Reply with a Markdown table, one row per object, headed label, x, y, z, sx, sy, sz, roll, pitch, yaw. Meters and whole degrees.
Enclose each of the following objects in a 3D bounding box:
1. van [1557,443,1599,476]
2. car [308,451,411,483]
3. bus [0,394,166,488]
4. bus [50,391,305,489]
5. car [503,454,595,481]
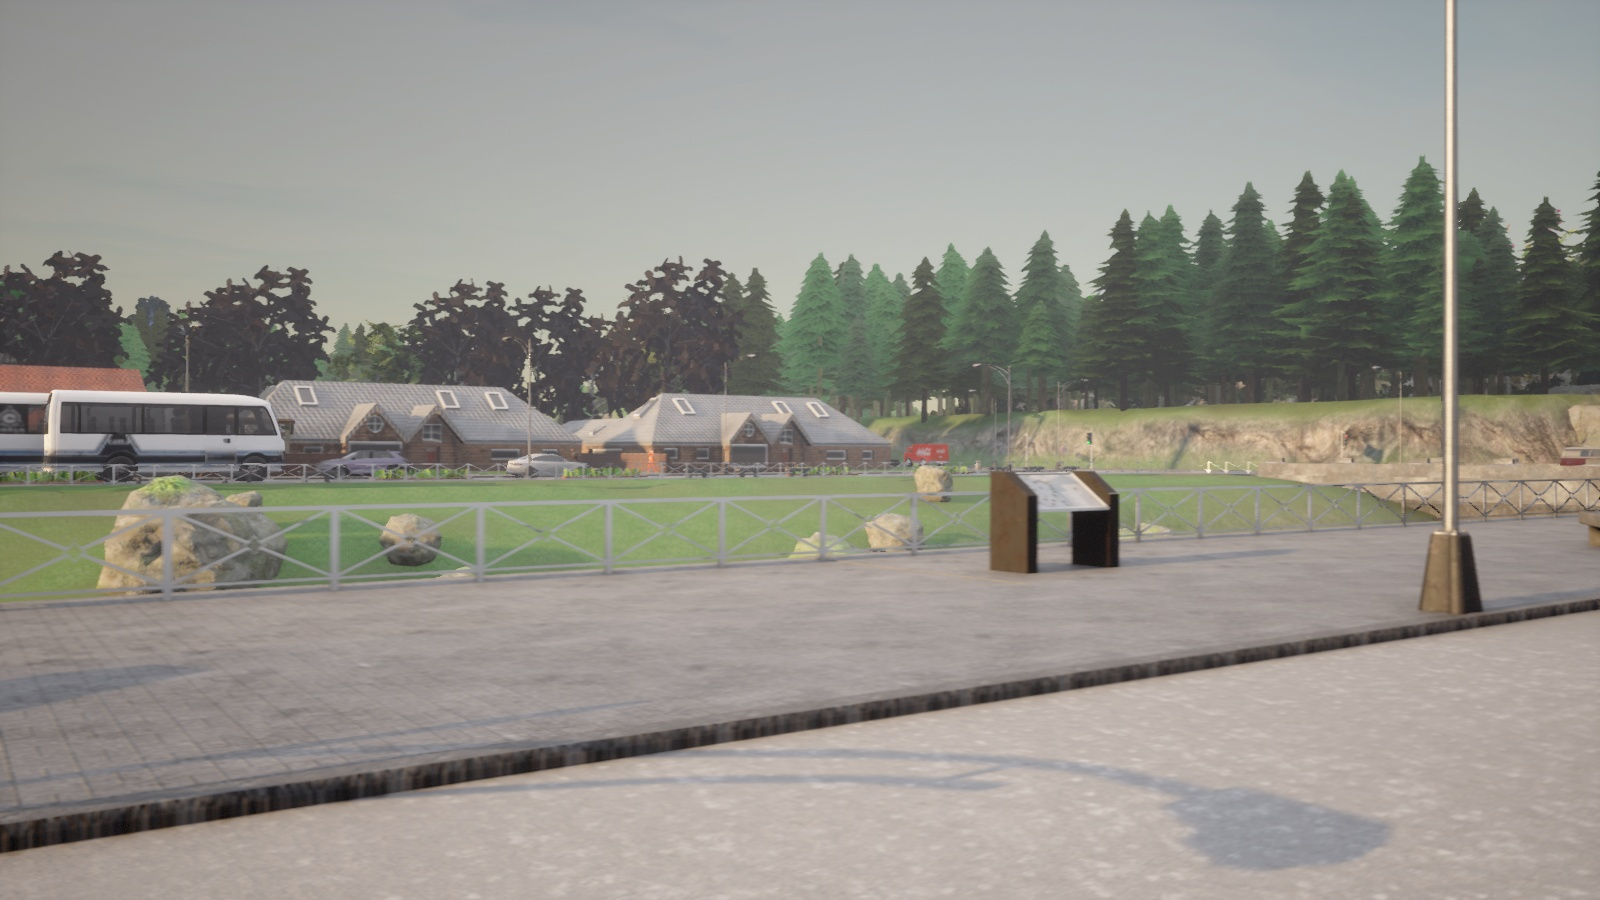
| label | x | y | z | sx | sy | sz | roll | pitch | yaw |
| --- | --- | --- | --- | --- | --- | --- | --- | --- | --- |
| van | 48.168 | 0.580 | 75.239 | 1.775 | 1.987 | 4.442 | 0 | 0 | -35 |
| car | -23.731 | 0.891 | 67.758 | 4.856 | 1.649 | 2.033 | 0 | 0 | -35 |
| bus | -35.944 | -0.410 | 59.266 | 10.273 | 4.253 | 3.944 | 0 | 0 | -35 |
| bus | -29.160 | -0.425 | 59.105 | 10.273 | 4.253 | 3.944 | 0 | 0 | -35 |
| car | -13.925 | 0.971 | 69.707 | 4.674 | 1.442 | 1.812 | 0 | 0 | -35 |
